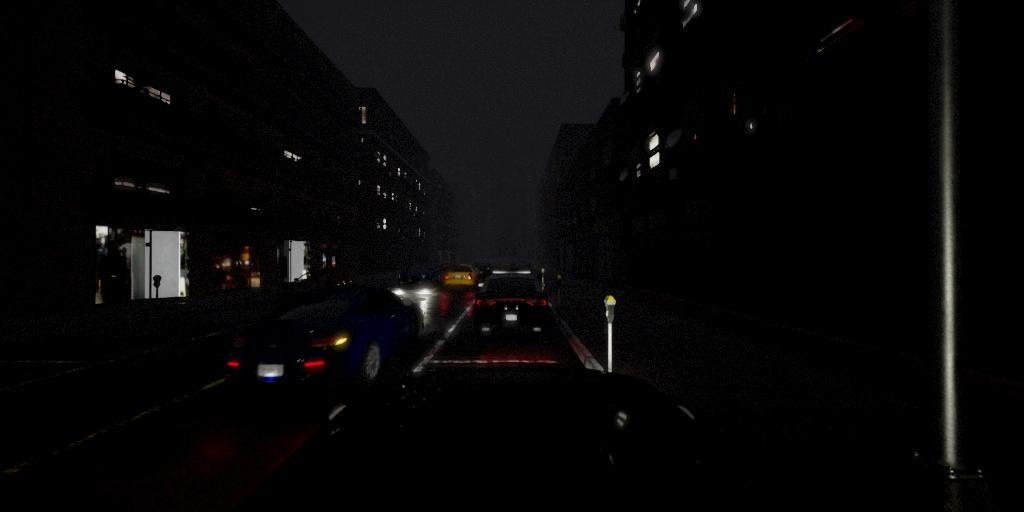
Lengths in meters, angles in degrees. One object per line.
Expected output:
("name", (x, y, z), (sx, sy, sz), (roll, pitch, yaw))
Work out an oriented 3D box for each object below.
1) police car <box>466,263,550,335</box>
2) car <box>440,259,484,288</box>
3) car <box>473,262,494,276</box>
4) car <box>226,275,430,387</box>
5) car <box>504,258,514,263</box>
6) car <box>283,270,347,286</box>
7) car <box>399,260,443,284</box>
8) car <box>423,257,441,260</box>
("police car", (-0.011, 1.175, 10.609), (1.930, 1.638, 5.238), (0, 0, 0))
("car", (-3.144, 1.207, 23.564), (1.801, 1.575, 5.366), (0, 0, 0))
("car", (-3.045, 1.350, 38.904), (1.895, 1.301, 4.718), (0, 0, 0))
("car", (-3.055, 1.276, 6.835), (1.812, 1.442, 4.674), (0, 0, 0))
("car", (-0.456, 1.275, 39.173), (1.751, 1.417, 4.829), (0, 0, 0))
("car", (-8.837, 1.333, 16.462), (1.802, 1.307, 4.207), (0, 0, 0))
("car", (-6.245, 1.228, 24.499), (1.882, 1.535, 5.008), (0, 0, 0))
("car", (-8.837, 1.064, 39.007), (2.192, 1.841, 5.009), (0, 0, 0))
